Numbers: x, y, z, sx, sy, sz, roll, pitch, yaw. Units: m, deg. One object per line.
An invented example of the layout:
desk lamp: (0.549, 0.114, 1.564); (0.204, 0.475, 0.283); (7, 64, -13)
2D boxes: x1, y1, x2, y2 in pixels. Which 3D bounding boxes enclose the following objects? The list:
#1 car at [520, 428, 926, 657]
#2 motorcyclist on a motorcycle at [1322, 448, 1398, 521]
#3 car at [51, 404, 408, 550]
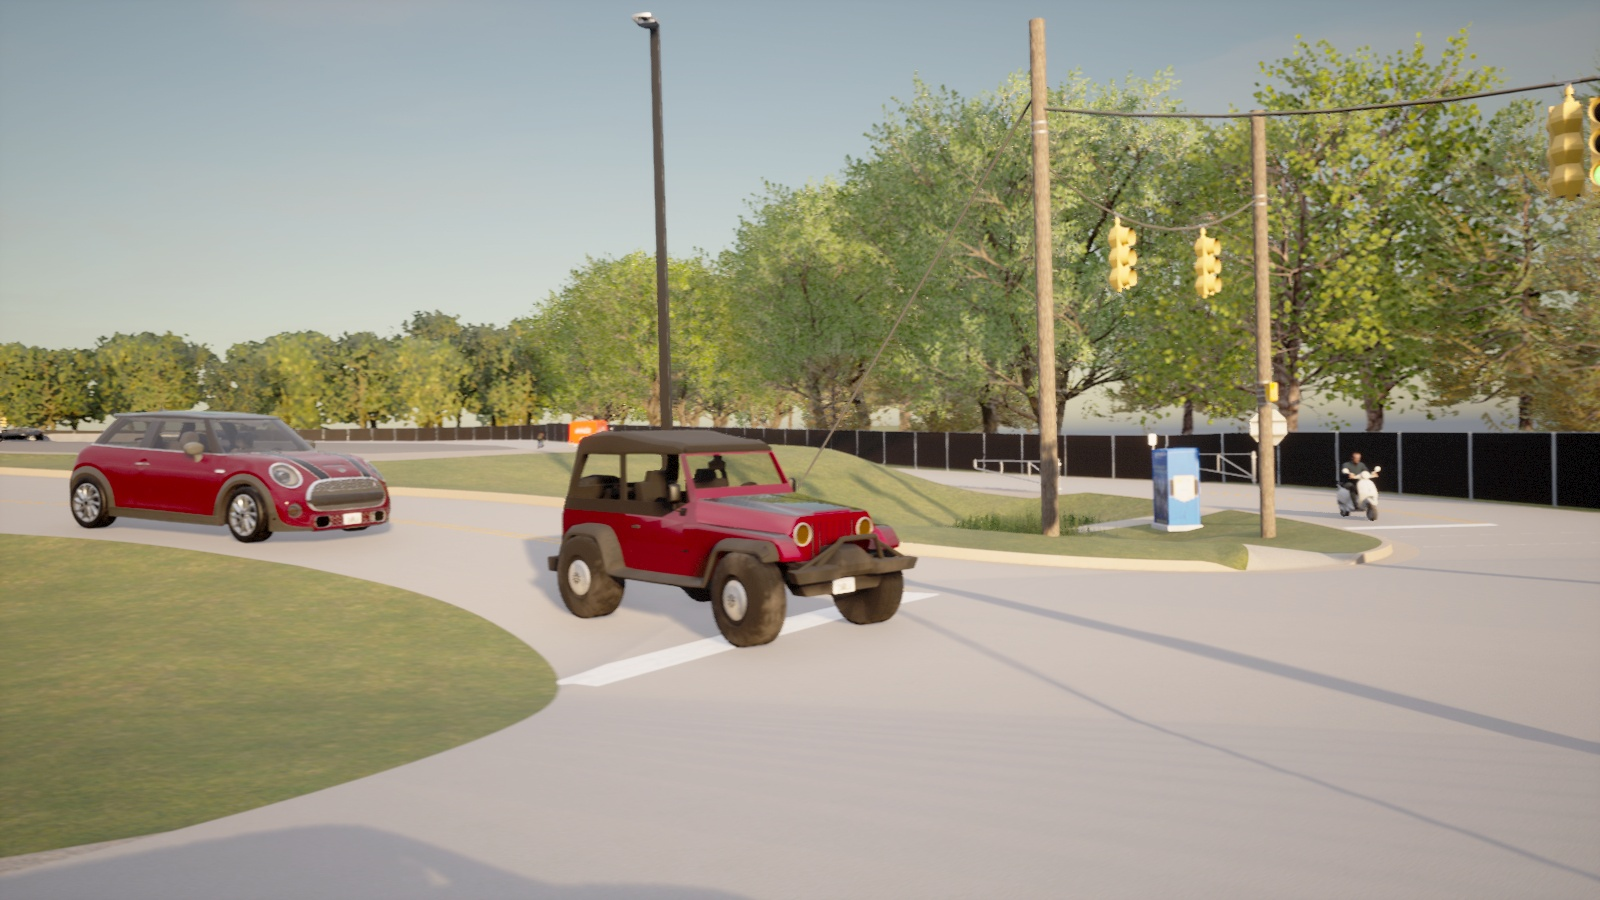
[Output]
car: (-0.870, 0.740, 12.462); (3.866, 1.878, 1.905); (1, 2, 45)
motorcyclist on a motorcycle: (13.157, 0.779, 29.561); (0.866, 1.590, 1.817); (-3, 1, -2)
car: (-8.019, 0.285, 17.660); (4.553, 1.767, 2.097); (2, 2, 25)
